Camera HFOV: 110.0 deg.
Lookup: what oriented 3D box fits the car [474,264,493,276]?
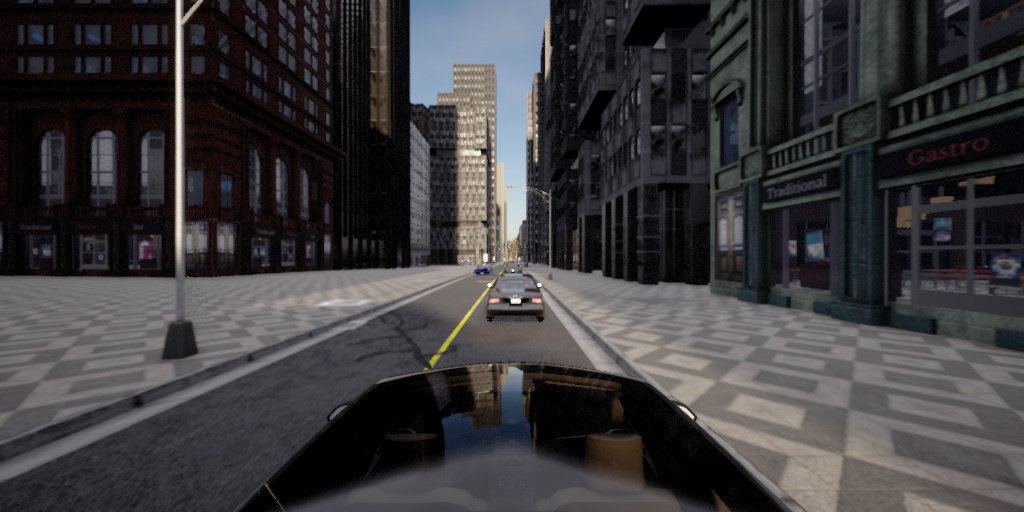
[{"bbox_3d":[-3.077,1.522,39.207,1.895,1.301,4.718,0,-1,0],"label":"car"}]

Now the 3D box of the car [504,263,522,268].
[{"bbox_3d":[0.111,1.487,39.410,1.994,1.385,4.181,0,-1,0],"label":"car"}]

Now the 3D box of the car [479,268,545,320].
[{"bbox_3d":[0.102,1.323,12.651,2.033,1.411,5.357,0,0,0],"label":"car"}]
